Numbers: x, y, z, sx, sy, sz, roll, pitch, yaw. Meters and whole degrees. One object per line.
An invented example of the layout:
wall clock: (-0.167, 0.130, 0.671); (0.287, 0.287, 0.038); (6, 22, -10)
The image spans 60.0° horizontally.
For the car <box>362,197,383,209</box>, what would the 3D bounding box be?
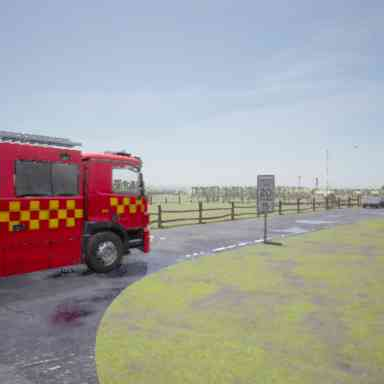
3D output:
car: (24.161, 1.413, 43.913); (2.033, 1.411, 5.357); (1, 1, 44)

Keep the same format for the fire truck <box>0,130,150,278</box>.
fire truck: (-5.078, 0.331, 8.263); (2.891, 3.827, 8.468); (1, 0, 42)
